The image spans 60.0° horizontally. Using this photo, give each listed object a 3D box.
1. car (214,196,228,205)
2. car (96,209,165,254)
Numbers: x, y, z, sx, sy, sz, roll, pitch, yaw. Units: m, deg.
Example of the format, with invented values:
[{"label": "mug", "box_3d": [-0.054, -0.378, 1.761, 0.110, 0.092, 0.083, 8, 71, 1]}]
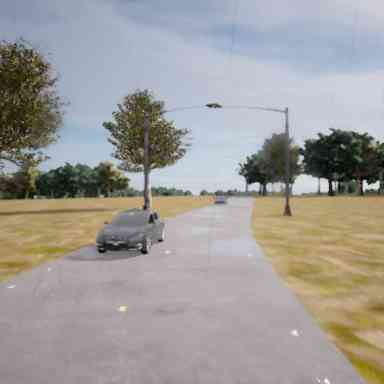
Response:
[{"label": "car", "box_3d": [4.818, 1.430, 54.648, 2.033, 1.411, 5.357, 0, 0, 11]}, {"label": "car", "box_3d": [-2.305, 1.498, 13.548, 1.837, 1.490, 4.892, 0, 0, 6]}]
